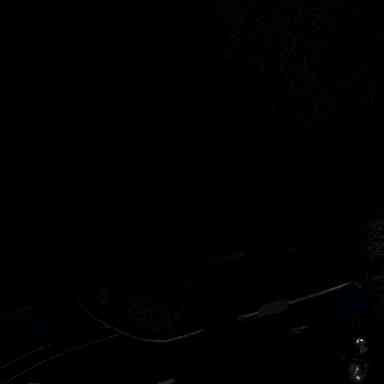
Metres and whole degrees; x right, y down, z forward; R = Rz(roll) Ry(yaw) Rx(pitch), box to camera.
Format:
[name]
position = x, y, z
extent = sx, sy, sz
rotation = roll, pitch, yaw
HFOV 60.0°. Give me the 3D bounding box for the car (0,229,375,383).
[car]
position = 0.004, 1.371, 3.685
extent = 4.553, 1.767, 2.097
rotation = 1, 0, -35
